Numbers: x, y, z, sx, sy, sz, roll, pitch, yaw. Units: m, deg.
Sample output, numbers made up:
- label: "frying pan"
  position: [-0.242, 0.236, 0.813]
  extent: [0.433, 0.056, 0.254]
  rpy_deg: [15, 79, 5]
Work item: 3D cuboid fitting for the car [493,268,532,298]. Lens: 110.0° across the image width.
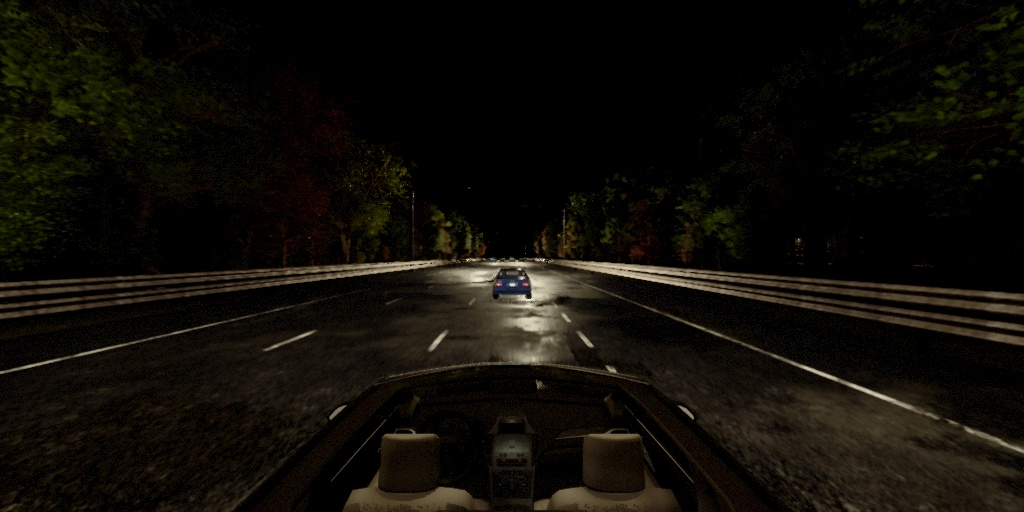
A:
- label: "car"
  position: [0.014, 1.314, 18.347]
  extent: [2.033, 1.411, 5.357]
  rpy_deg: [0, 0, 0]
